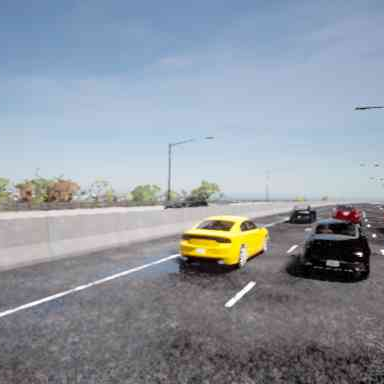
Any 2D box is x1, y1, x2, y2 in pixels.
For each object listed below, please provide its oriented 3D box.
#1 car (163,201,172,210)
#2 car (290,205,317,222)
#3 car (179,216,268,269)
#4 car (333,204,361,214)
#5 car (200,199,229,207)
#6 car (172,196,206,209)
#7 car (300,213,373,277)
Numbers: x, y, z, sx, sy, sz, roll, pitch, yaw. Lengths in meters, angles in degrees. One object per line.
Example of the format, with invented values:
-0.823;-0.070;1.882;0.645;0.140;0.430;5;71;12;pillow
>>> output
-2.219;1.905;45.025;1.994;1.385;4.181;1;-1;27;car
10.035;1.919;29.895;2.128;1.511;4.902;1;-1;26;car
1.342;1.597;11.901;1.882;1.535;5.008;1;0;26;car
13.098;1.820;28.188;2.097;1.767;4.553;1;-1;26;car
3.342;1.948;40.512;2.033;1.411;5.357;1;-1;26;car
0.151;1.577;41.936;2.150;2.045;5.566;1;-1;26;car
4.819;1.681;11.076;1.837;1.490;4.892;1;0;26;car
